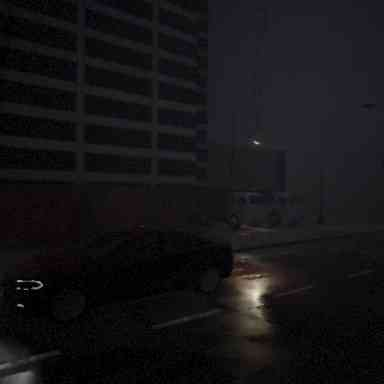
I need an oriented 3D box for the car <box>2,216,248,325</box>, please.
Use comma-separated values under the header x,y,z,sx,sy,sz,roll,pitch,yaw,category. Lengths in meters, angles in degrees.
x,y,z,sx,sy,sz,roll,pitch,yaw,category
-1.311,1.504,7.343,5.008,1.535,1.882,1,0,-35,car
